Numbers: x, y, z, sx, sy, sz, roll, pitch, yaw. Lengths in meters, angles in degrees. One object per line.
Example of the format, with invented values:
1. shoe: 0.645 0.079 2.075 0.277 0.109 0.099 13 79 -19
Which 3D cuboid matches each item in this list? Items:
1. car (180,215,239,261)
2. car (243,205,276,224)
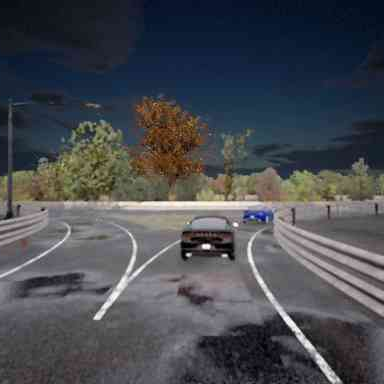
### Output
1. car: 0.774 1.653 13.051 1.882 1.535 5.008 0 -2 7
2. car: 5.939 1.857 28.554 1.882 1.535 5.008 -1 -1 28
